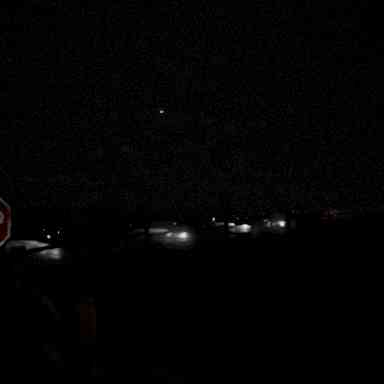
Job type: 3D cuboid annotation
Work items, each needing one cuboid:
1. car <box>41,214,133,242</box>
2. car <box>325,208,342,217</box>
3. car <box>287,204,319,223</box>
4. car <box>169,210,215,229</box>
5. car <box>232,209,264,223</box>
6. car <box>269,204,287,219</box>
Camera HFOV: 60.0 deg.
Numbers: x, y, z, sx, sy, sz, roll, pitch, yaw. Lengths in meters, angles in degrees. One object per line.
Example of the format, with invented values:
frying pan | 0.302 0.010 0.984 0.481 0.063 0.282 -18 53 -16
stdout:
car | -5.900 2.031 19.494 2.033 1.411 5.357 3 0 36
car | 23.405 3.445 55.067 1.812 1.442 4.674 3 0 37
car | 14.558 2.739 42.789 2.150 2.045 5.566 3 -1 36
car | 0.078 2.306 27.776 1.837 1.490 4.892 3 0 36
car | 6.194 2.624 36.224 1.837 1.490 4.892 3 0 37
car | 12.461 2.645 44.840 2.150 2.045 5.566 3 0 38
